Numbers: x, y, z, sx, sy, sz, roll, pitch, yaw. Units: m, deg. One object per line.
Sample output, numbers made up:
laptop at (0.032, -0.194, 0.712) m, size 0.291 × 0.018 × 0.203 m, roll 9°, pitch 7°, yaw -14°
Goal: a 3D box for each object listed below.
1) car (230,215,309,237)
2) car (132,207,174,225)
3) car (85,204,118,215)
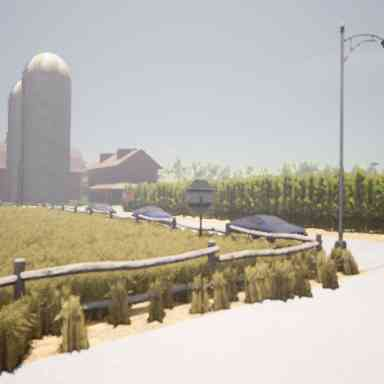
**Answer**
car at (3.555, 1.832, 16.139) m, size 1.994 × 1.385 × 4.181 m, roll 1°, pitch -1°, yaw -33°
car at (-3.089, 1.873, 25.726) m, size 1.812 × 1.442 × 4.674 m, roll 1°, pitch -1°, yaw -35°
car at (-9.589, 1.917, 34.855) m, size 2.033 × 1.411 × 5.357 m, roll 1°, pitch -1°, yaw -35°
